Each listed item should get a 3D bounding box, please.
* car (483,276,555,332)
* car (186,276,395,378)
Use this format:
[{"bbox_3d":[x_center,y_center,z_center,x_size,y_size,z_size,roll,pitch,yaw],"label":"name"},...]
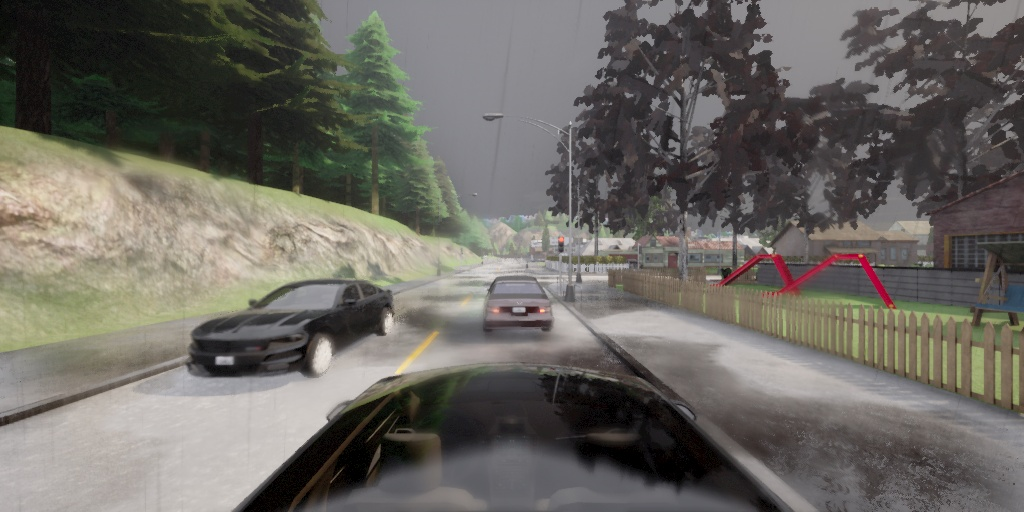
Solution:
[{"bbox_3d":[0.100,1.297,10.834,2.033,1.411,5.357,0,0,-2],"label":"car"},{"bbox_3d":[-4.067,1.228,7.593,1.882,1.535,5.008,0,0,0],"label":"car"}]
